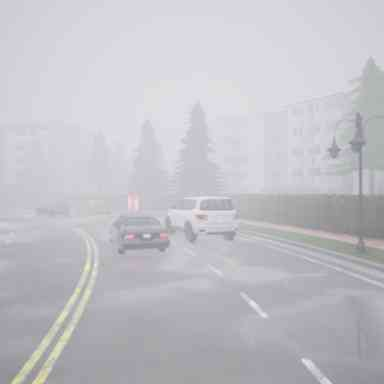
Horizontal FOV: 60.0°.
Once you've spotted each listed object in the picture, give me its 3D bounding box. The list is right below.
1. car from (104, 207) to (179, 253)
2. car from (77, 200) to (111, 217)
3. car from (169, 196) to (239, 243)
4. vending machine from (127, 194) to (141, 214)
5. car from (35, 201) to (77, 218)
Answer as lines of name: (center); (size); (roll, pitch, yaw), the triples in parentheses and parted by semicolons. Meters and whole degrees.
car: (-2.340, 1.570, 13.850); (2.033, 1.411, 5.357); (0, 0, -18)
car: (-9.876, 1.551, 33.032); (1.882, 1.535, 5.008); (0, 0, -42)
car: (0.322, 1.233, 16.613); (2.150, 2.045, 5.566); (0, 0, -20)
vending machine: (-6.073, 1.252, 34.871); (1.100, 2.100, 0.880); (0, 0, -42)
car: (-13.230, 1.579, 31.504); (2.128, 1.511, 4.902); (0, 0, -43)
